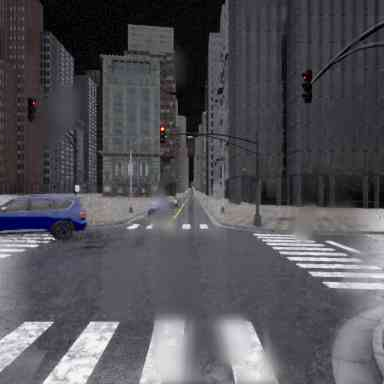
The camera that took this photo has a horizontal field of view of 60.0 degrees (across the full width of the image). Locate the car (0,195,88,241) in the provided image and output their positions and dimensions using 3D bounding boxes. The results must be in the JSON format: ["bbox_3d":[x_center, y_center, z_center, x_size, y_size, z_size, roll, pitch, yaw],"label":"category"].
[{"bbox_3d":[-7.635,1.151,15.156,5.566,2.045,2.150,1,2,-30],"label":"car"}]

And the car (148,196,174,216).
[{"bbox_3d":[-3.098,1.476,32.171,1.882,1.535,5.008,0,0,0],"label":"car"}]

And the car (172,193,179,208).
[{"bbox_3d":[-3.084,1.349,48.707,2.097,1.767,4.553,0,0,0],"label":"car"}]
